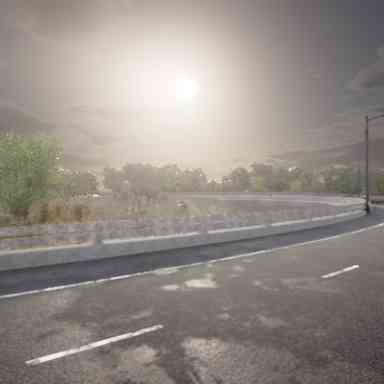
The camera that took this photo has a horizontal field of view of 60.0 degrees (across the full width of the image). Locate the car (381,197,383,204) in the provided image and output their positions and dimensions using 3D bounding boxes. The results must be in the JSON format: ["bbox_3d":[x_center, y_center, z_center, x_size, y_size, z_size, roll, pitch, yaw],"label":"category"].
[{"bbox_3d":[34.605,1.685,57.270,1.837,1.490,4.892,0,0,19],"label":"car"}]

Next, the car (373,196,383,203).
[{"bbox_3d":[42.695,1.669,74.815,1.895,1.301,4.718,0,0,7],"label":"car"}]

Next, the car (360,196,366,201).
[{"bbox_3d":[39.239,1.569,75.364,1.882,1.535,5.008,0,0,7],"label":"car"}]

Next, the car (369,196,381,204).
[{"bbox_3d":[37.430,1.806,66.571,1.895,1.301,4.718,0,0,12],"label":"car"}]
